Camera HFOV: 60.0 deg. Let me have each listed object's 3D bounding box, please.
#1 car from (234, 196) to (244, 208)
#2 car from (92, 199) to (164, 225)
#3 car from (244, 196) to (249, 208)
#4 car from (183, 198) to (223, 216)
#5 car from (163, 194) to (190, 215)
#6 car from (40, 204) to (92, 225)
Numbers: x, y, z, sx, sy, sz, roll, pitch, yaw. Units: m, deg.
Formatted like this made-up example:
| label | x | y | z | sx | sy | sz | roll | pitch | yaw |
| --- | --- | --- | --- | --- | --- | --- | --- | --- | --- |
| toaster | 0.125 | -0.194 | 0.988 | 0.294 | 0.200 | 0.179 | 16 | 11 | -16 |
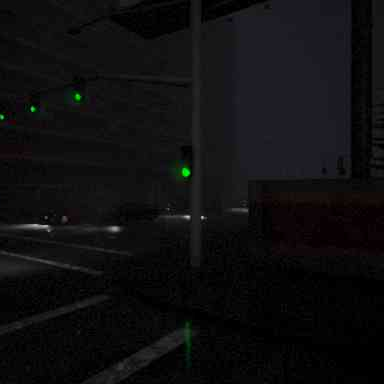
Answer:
| label | x | y | z | sx | sy | sz | roll | pitch | yaw |
| --- | --- | --- | --- | --- | --- | --- | --- | --- | --- |
| car | 7.852 | 1.366 | 48.350 | 2.097 | 1.767 | 4.553 | 0 | 0 | 36 |
| car | -4.586 | 1.490 | 24.731 | 1.882 | 1.535 | 5.008 | 0 | 0 | 35 |
| car | 9.247 | 1.365 | 44.280 | 2.097 | 1.767 | 4.553 | 0 | 0 | 36 |
| car | 1.391 | 1.577 | 33.218 | 1.994 | 1.385 | 4.181 | 0 | 0 | 34 |
| car | -1.615 | 1.234 | 35.010 | 2.150 | 2.045 | 5.566 | 0 | 0 | 35 |
| car | -8.934 | 1.579 | 24.641 | 1.994 | 1.385 | 4.181 | 0 | 0 | 35 |
